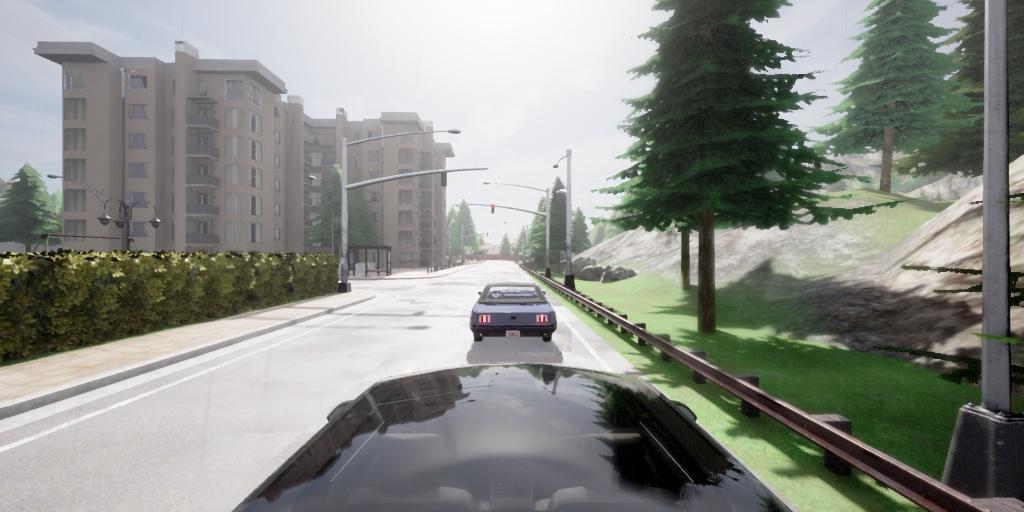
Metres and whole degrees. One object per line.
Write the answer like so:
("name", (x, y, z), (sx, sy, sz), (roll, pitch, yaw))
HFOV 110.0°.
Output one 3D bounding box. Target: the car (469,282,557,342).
("car", (-0.003, 1.351, 9.771), (1.895, 1.301, 4.718), (0, 0, -1))
